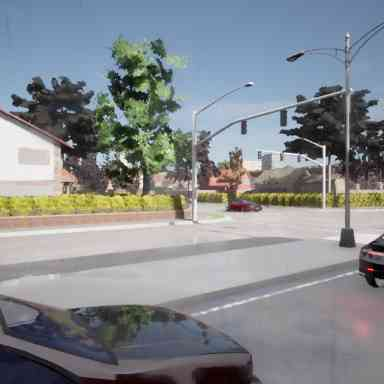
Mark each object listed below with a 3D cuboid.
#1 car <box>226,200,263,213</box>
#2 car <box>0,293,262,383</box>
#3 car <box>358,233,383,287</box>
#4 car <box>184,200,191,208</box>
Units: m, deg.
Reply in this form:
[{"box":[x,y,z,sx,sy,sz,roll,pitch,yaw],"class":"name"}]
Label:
[{"box":[5.720,1.564,36.614,1.994,1.385,4.181,0,0,-37],"class":"car"},{"box":[-1.954,1.547,2.355,5.357,1.411,2.033,0,0,-35],"class":"car"},{"box":[5.965,1.492,8.038,4.902,1.511,2.128,0,0,-35],"class":"car"},{"box":[-2.118,1.478,47.329,1.882,1.535,5.008,0,0,-36],"class":"car"}]
